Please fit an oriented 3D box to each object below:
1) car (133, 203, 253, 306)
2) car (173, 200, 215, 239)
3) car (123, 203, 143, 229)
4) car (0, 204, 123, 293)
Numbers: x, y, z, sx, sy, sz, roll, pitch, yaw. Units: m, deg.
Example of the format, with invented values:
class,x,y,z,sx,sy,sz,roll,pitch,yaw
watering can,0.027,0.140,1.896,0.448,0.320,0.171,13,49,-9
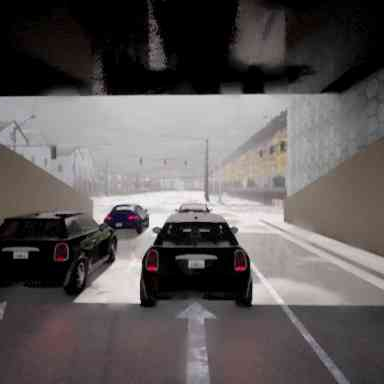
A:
class,x,y,z,sx,sy,sz,roll,pitch,yaw
car,0.081,1.265,7.991,2.097,1.767,4.553,0,1,0
car,0.091,1.291,17.260,1.882,1.535,5.008,0,1,0
car,-3.409,1.333,17.807,1.812,1.442,4.674,0,1,0
car,-3.413,1.256,8.754,2.097,1.767,4.553,0,1,0
